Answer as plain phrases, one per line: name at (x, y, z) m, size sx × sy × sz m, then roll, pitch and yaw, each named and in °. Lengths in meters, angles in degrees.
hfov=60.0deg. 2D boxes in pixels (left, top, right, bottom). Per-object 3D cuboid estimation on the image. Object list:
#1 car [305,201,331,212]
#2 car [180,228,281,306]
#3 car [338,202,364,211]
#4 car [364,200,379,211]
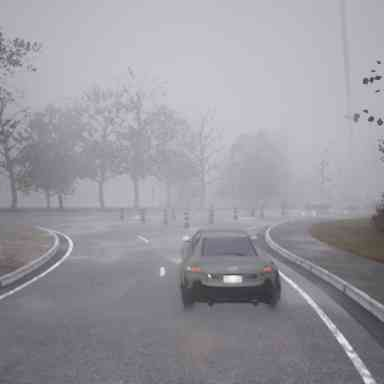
car at (18.007, 1.977, 47.591) m, size 5.008 × 1.535 × 1.882 m, roll 3°, pitch -2°, yaw -42°
car at (0.719, 1.566, 8.098) m, size 1.994 × 1.385 × 4.181 m, roll 0°, pitch 0°, yaw -1°
car at (25.628, 2.342, 54.455) m, size 4.902 × 1.511 × 2.128 m, roll 2°, pitch -2°, yaw -42°
car at (33.816, 2.458, 61.855) m, size 5.566 × 2.045 × 2.150 m, roll 3°, pitch -2°, yaw -42°
